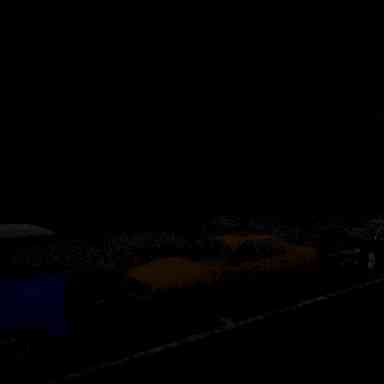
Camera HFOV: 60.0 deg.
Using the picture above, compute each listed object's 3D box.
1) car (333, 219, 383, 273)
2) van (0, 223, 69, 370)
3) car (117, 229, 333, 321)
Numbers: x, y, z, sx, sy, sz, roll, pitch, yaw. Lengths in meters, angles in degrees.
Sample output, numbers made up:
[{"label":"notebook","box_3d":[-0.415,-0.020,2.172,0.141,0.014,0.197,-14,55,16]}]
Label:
[{"label":"car","box_3d":[5.561,1.560,10.621,4.403,1.369,2.008,0,0,-36]},{"label":"van","box_3d":[-3.616,1.341,4.074,3.998,1.788,1.690,0,0,-36]},{"label":"car","box_3d":[0.835,1.529,7.248,4.829,1.417,1.752,0,0,-36]}]
